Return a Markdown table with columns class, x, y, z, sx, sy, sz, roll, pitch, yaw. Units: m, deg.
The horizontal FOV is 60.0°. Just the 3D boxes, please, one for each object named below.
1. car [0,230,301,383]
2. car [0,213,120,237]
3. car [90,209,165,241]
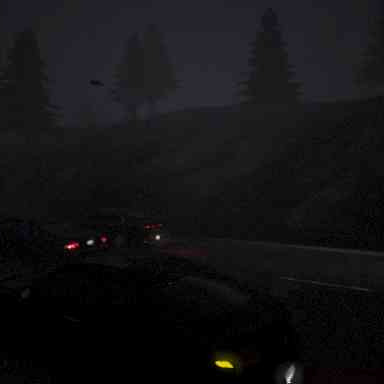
| class | x | y | z | sx | sy | sz | roll | pitch | yaw |
| --- | --- | --- | --- | --- | --- | --- | --- | --- | --- |
| car | -1.022 | 1.507 | 4.358 | 4.674 | 1.442 | 1.812 | 0 | 0 | 32 |
| car | -5.197 | 1.504 | 10.683 | 5.357 | 1.411 | 2.033 | 0 | 0 | 26 |
| car | -3.454 | 1.450 | 13.598 | 4.892 | 1.490 | 1.837 | 0 | 0 | 26 |
